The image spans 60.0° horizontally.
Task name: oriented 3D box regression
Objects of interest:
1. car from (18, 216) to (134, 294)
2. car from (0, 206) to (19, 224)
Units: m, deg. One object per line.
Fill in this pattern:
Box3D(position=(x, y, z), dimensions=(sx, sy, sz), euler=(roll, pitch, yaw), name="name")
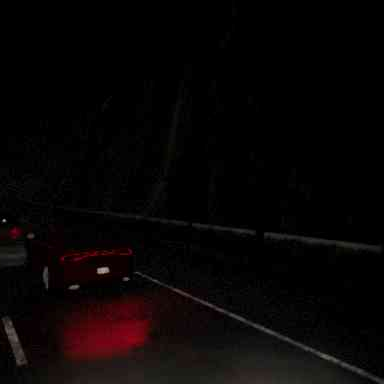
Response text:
Box3D(position=(-3.334, 1.557, 9.237), dimensions=(1.882, 1.535, 5.008), euler=(0, 0, -35), name="car")
Box3D(position=(-14.537, 1.711, 25.371), dimensions=(1.895, 1.301, 4.718), euler=(0, 0, -35), name="car")
